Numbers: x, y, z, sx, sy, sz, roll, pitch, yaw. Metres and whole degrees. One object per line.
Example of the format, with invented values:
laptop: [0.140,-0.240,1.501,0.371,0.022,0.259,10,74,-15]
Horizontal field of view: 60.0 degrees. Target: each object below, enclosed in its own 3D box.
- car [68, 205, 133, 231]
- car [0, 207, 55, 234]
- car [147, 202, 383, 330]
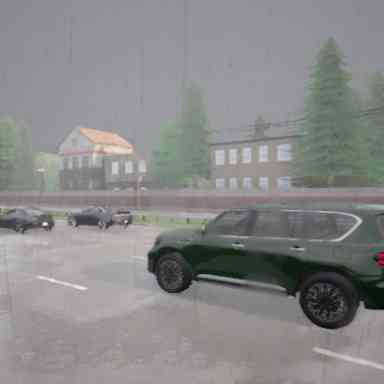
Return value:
car: [-5.890,1.572,21.113,4.902,1.511,2.128,0,0,36]
car: [-10.006,1.618,19.736,4.674,1.442,1.812,0,0,35]
car: [1.563,1.235,7.180,5.566,2.045,2.150,0,0,36]
